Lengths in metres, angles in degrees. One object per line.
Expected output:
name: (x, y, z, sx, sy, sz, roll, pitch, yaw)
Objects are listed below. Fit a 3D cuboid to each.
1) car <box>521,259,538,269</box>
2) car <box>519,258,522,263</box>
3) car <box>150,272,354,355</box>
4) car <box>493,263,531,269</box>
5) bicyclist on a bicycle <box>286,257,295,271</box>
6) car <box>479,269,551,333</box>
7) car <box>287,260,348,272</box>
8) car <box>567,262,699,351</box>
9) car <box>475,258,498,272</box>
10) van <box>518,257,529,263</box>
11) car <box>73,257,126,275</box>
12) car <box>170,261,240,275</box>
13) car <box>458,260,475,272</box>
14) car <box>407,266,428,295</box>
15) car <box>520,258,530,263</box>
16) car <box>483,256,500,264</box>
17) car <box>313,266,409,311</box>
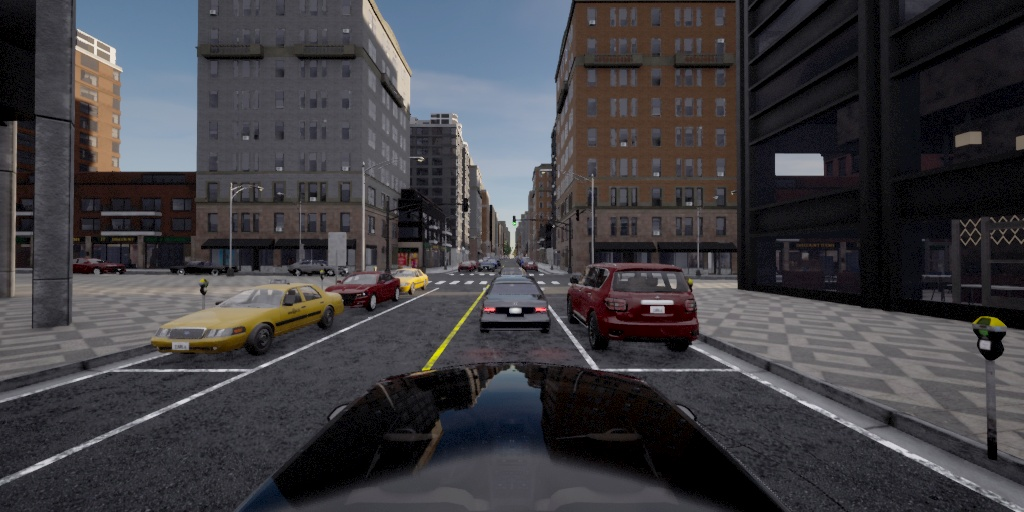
car: (2.510, 1.343, 47.218, 1.802, 1.307, 4.207, 0, 0, 0)
car: (2.470, 1.346, 58.564, 1.802, 1.307, 4.207, 0, 0, 0)
car: (-5.881, 1.277, 8.758, 1.751, 1.417, 4.829, 0, 0, 0)
car: (0.005, 1.356, 23.161, 1.895, 1.301, 4.718, 0, 0, 0)
bicyclist on a bicycle: (-23.138, 0.909, 37.578, 0.582, 1.620, 1.656, 0, 0, 0)
car: (0.060, 1.300, 10.750, 2.033, 1.411, 5.357, 0, 0, 0)
car: (-16.864, 1.092, 31.321, 4.902, 1.511, 2.128, 1, -1, 0)
car: (2.644, 1.066, 8.949, 2.192, 1.841, 5.009, 0, 0, 0)
car: (-3.263, 1.325, 46.528, 1.994, 1.385, 4.181, 0, 0, -1)
van: (2.450, 1.108, 64.238, 1.690, 1.789, 3.998, 0, 0, 0)
car: (-36.856, 0.897, 31.382, 5.008, 1.535, 1.882, 1, -1, 0)
car: (-26.761, 1.112, 31.346, 4.718, 1.301, 1.895, 1, -1, 0)
car: (-6.016, 1.306, 47.197, 1.888, 1.381, 4.507, 0, 0, 0)
car: (-5.921, 1.279, 20.007, 1.751, 1.417, 4.829, 0, 0, 0)
car: (2.490, 1.344, 52.891, 1.802, 1.307, 4.207, 0, 0, 0)
car: (-3.282, 1.241, 56.562, 1.882, 1.535, 5.008, 0, 0, 0)
car: (-5.902, 1.298, 14.553, 1.888, 1.381, 4.507, 0, 0, 0)
